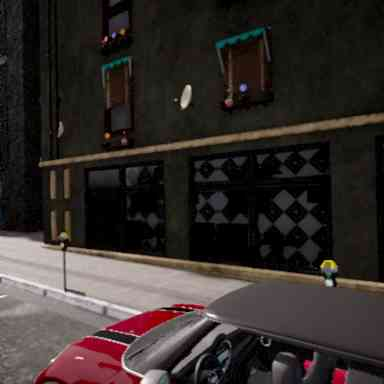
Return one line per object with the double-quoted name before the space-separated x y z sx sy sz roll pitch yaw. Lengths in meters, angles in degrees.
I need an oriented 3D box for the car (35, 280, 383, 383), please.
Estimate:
"car" 0.579 1.448 2.480 4.097 1.590 1.967 -1 -1 36
